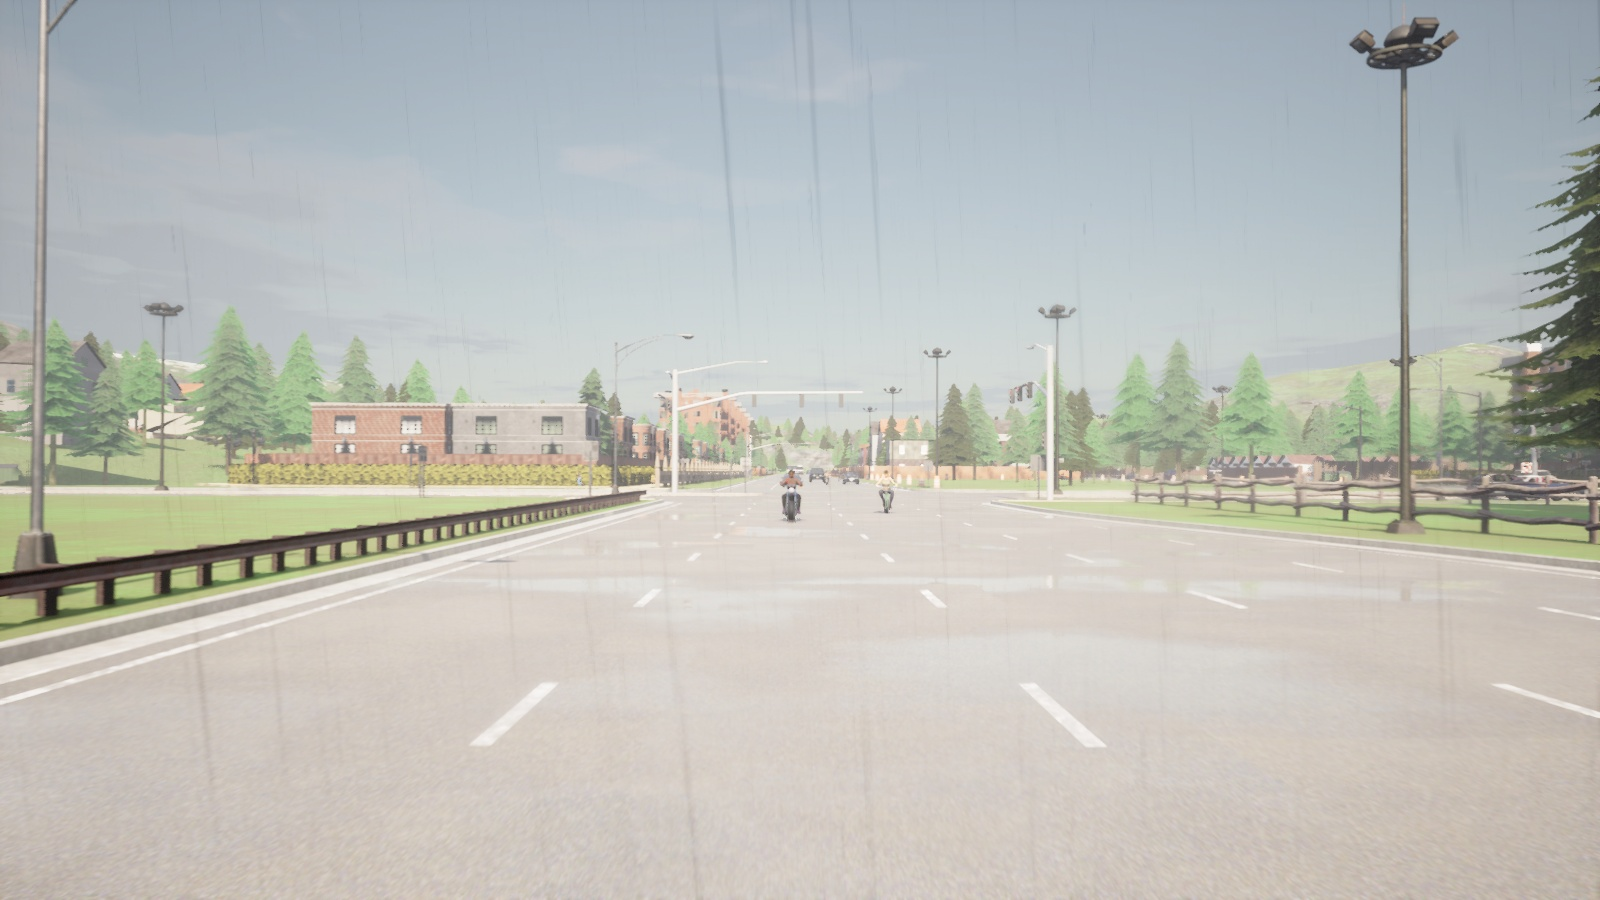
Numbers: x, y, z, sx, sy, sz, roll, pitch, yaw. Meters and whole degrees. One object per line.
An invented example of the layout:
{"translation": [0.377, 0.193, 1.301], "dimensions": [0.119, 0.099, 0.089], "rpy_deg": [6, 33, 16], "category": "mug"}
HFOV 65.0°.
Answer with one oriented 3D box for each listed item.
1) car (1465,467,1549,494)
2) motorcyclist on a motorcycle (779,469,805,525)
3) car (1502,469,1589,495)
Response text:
{"translation": [42.318, 1.809, 75.231], "dimensions": [3.988, 1.617, 1.851], "rpy_deg": [0, -1, 0], "category": "car"}
{"translation": [-0.242, 1.413, 38.487], "dimensions": [0.766, 1.649, 2.350], "rpy_deg": [0, -1, 0], "category": "motorcyclist on a motorcycle"}
{"translation": [42.563, 1.816, 71.728], "dimensions": [3.806, 1.475, 1.970], "rpy_deg": [0, -1, 0], "category": "car"}
